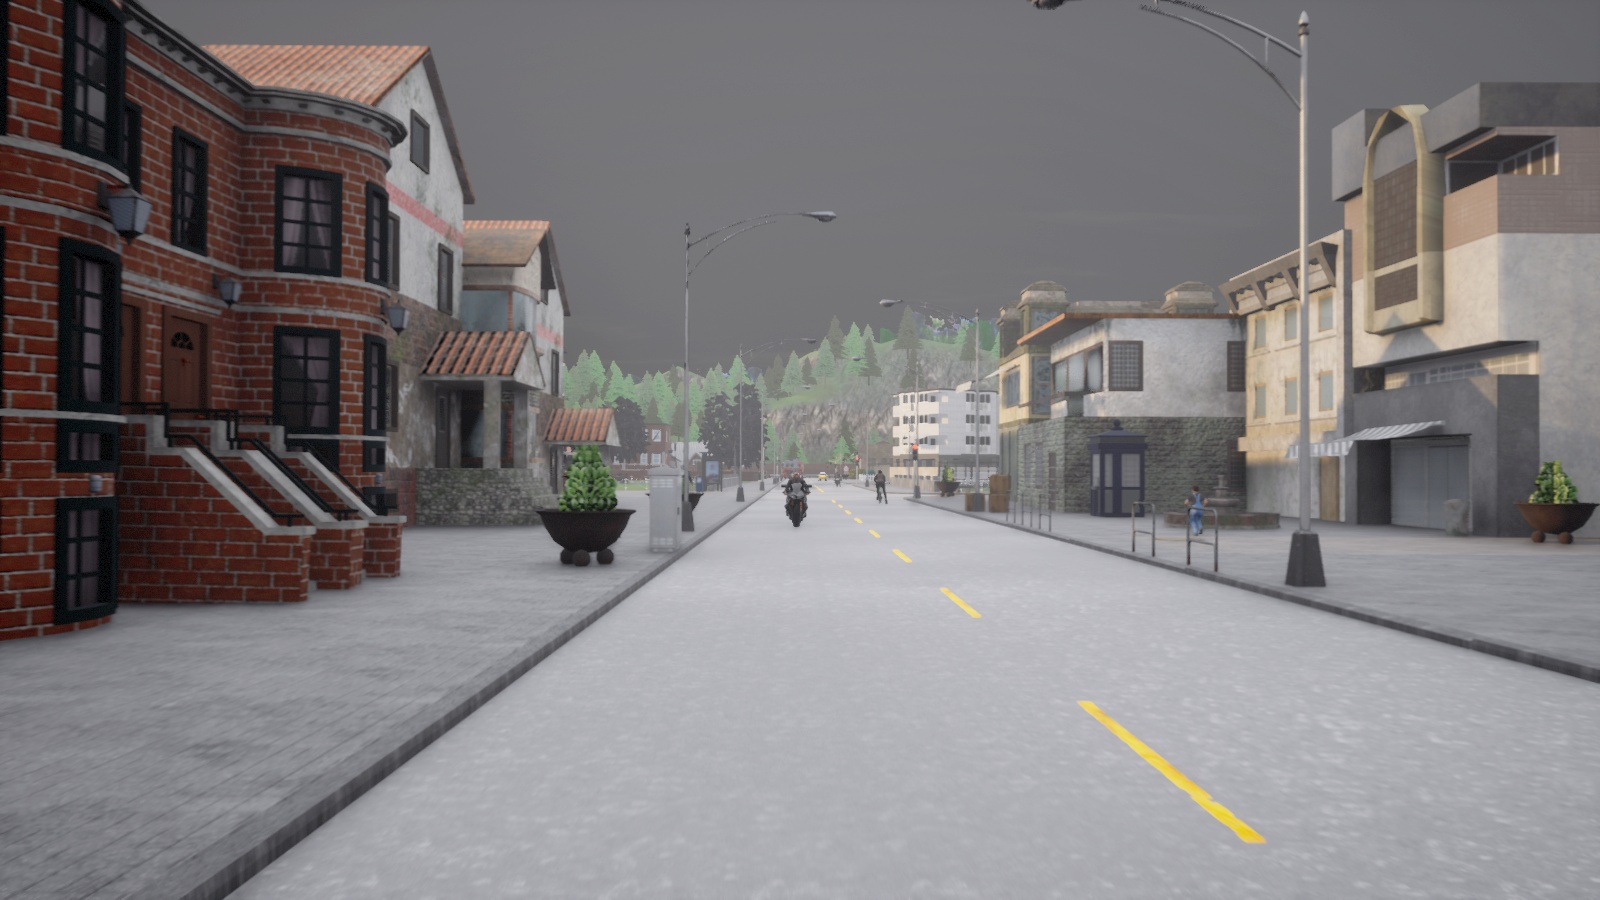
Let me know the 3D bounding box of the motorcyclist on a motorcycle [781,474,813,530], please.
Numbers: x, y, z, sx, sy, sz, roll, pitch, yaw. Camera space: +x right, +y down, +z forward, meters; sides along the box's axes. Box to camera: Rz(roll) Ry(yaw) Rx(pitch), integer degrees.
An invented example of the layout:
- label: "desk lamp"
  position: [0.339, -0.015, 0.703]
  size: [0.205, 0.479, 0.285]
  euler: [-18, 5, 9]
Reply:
- label: "motorcyclist on a motorcycle"
  position: [-0.087, 1.441, 35.310]
  size: [0.866, 1.530, 2.191]
  euler: [0, -1, 0]
